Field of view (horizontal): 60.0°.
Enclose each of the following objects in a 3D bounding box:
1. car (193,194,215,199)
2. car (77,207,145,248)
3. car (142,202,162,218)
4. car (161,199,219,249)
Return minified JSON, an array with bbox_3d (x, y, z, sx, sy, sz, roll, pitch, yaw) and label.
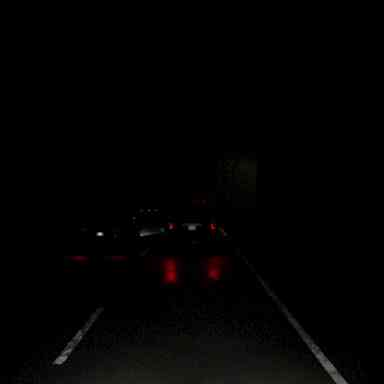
[{"bbox_3d":[1.561,1.258,41.896,2.150,2.045,5.566,0,0,18],"label":"car"},{"bbox_3d":[-3.500,1.572,14.650,1.994,1.385,4.181,0,0,0],"label":"car"},{"bbox_3d":[-3.500,1.563,29.650,2.033,1.411,5.357,0,0,0],"label":"car"},{"bbox_3d":[0.000,1.366,14.620,2.097,1.767,4.553,0,0,0],"label":"car"}]
